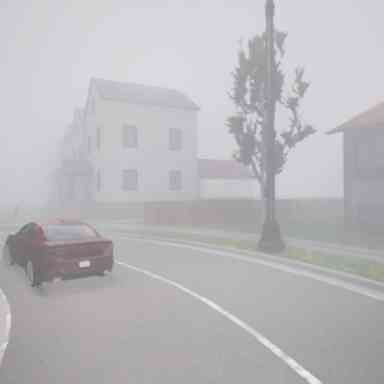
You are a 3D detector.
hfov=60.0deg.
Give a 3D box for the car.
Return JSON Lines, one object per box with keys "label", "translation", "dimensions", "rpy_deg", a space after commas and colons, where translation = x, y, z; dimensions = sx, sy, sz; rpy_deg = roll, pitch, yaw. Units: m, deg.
{"label": "car", "translation": [-4.000, 1.509, 9.633], "dimensions": [1.882, 1.535, 5.008], "rpy_deg": [0, 0, -38]}
